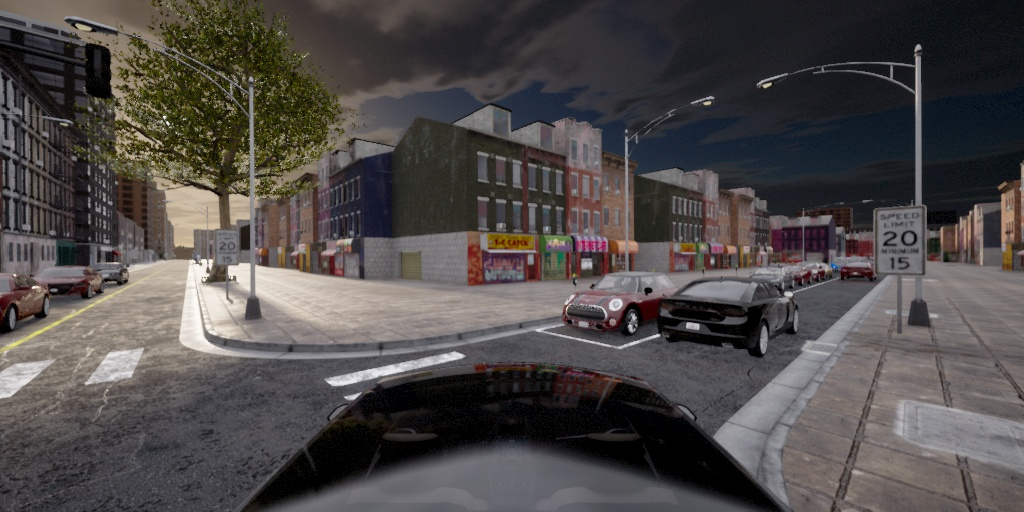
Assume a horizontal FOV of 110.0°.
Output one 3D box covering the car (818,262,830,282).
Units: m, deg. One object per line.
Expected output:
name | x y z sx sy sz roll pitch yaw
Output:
car | 23.464 1.165 28.528 4.097 1.591 1.967 0 0 -42

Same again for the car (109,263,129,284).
car | -28.670 1.230 25.367 2.128 1.511 4.902 -1 0 -42

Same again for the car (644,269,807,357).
car | 5.390 1.225 8.699 5.008 1.535 1.882 0 0 -42

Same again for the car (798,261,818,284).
car | 19.426 1.274 24.891 4.507 1.381 1.888 0 0 -42

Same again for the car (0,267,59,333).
car | -14.921 1.234 10.016 1.882 1.535 5.008 -1 0 -42

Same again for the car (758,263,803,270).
car | 15.389 1.285 21.255 4.403 1.370 2.007 0 0 -42

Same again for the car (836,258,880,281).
car | 28.474 1.196 29.421 5.008 1.535 1.882 0 0 -41

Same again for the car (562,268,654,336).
car | 3.277 1.191 10.344 4.097 1.591 1.967 0 0 -42

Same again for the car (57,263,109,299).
car | -21.485 1.224 17.333 1.882 1.535 5.008 -1 0 -42

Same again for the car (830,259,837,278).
car | 27.375 1.246 32.051 4.829 1.417 1.751 0 0 -42

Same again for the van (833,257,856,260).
van | 39.614 1.054 43.075 3.998 1.789 1.690 0 0 -42
